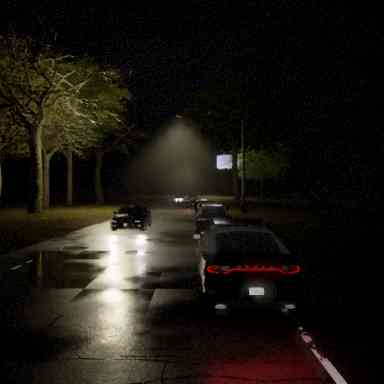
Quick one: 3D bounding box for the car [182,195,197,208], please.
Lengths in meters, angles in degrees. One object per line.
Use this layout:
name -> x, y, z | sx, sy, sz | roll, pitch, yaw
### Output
car -> 0.147, 1.387, 46.033 | 2.128, 1.511, 4.902 | 0, 0, 1

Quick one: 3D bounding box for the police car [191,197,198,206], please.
police car -> 1.107, 1.420, 24.044 | 1.930, 1.638, 5.238 | 0, 0, 0

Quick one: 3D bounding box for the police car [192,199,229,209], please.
police car -> 1.093, 1.425, 18.046 | 1.930, 1.638, 5.238 | 0, 0, 0

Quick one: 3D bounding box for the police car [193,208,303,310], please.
police car -> 1.069, 1.425, 8.046 | 1.930, 1.638, 5.238 | 0, 0, 0

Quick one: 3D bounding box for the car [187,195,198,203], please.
car -> 0.158, 1.277, 65.584 | 2.033, 1.411, 5.357 | 0, 1, 0

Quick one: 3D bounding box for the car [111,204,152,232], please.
car -> -3.551, 1.505, 20.147 | 1.837, 1.490, 4.892 | 0, 0, 0

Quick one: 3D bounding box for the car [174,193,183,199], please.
car -> -3.298, 0.908, 83.509 | 2.128, 1.511, 4.902 | 0, 1, 0
